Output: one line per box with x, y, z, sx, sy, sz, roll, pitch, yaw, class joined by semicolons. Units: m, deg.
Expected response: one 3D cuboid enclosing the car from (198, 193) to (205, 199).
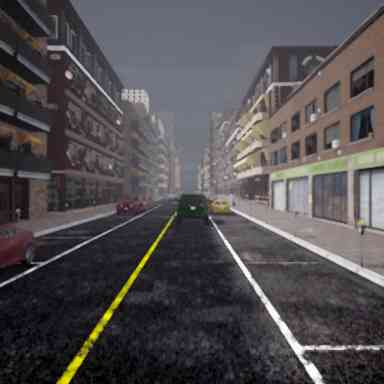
2.514;1.002;87.996;1.752;1.417;4.829;0;0;0;car

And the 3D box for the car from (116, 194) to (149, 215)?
-5.749;1.135;31.451;2.192;1.841;5.009;0;0;0;car

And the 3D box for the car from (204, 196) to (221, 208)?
2.607;1.293;42.738;1.887;1.381;4.507;0;0;0;car

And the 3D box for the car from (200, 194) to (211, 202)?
2.561;1.165;65.282;2.008;1.369;4.403;0;0;0;car

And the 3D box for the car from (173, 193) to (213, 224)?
0.052;1.086;23.563;2.150;2.045;5.566;0;1;0;car

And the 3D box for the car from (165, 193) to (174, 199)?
-5.867;1.033;87.814;2.008;1.369;4.403;0;0;0;car

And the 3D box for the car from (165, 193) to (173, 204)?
-3.114;1.276;56.921;1.895;1.301;4.718;0;0;0;car

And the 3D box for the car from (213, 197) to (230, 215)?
2.630;1.339;31.636;1.752;1.417;4.829;0;0;0;car

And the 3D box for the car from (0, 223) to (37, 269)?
-5.704;1.533;8.908;1.802;1.307;4.206;0;0;0;car

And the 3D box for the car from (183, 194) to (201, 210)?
0.018;1.115;40.452;2.097;1.767;4.553;0;0;0;car

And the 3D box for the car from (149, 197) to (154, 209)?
-5.762;1.226;37.087;1.967;1.590;4.097;0;0;0;car
